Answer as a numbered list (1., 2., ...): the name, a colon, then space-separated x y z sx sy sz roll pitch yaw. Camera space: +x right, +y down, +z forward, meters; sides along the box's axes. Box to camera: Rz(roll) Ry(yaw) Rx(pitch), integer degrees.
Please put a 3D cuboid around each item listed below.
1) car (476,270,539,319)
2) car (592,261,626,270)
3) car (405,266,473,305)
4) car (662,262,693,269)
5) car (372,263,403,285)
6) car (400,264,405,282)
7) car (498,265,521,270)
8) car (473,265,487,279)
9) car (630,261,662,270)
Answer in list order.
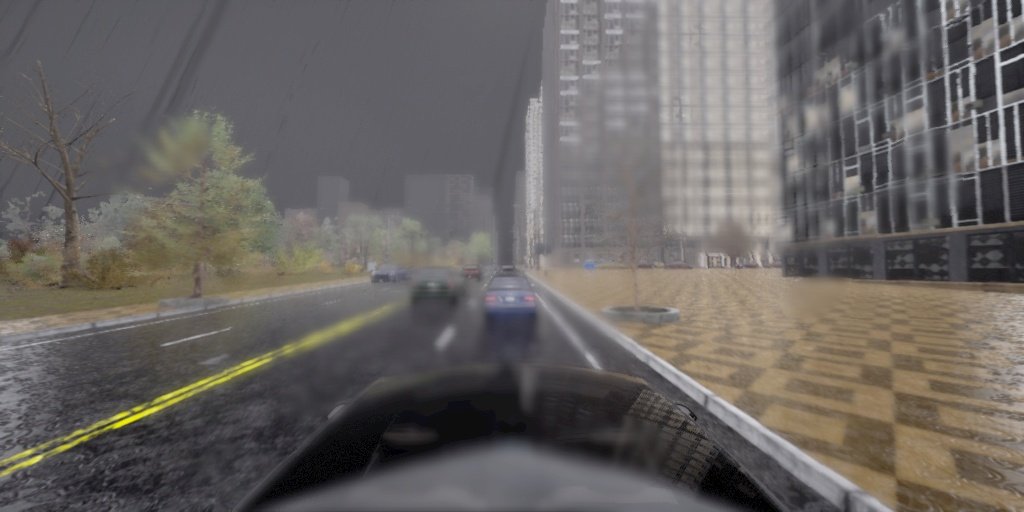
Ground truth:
1. car: -0.022 1.420 13.468 2.033 1.411 5.357 0 -1 0
2. car: 15.772 1.668 57.366 4.829 1.417 1.751 0 0 -1
3. car: -3.305 1.278 17.200 2.097 1.767 4.553 0 -1 0
4. car: 26.768 1.630 57.615 4.207 1.307 1.802 0 0 -1
5. car: -10.123 1.451 30.304 2.097 1.767 4.553 0 -1 -1
6. car: -6.856 1.558 28.384 2.128 1.511 4.902 0 -1 -1
7. car: -0.215 1.601 33.233 1.837 1.490 4.892 0 -1 0
8. car: -3.465 1.613 33.203 1.837 1.490 4.892 0 -1 0
9. car: 21.185 1.534 57.489 4.097 1.591 1.967 0 0 -1
